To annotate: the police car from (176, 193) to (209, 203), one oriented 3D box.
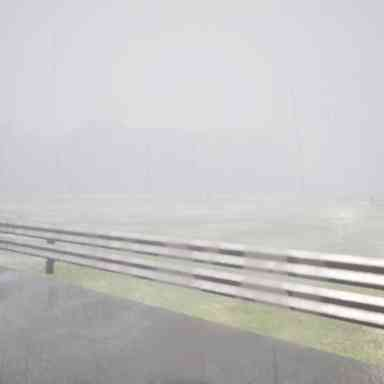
[{"bbox_3d":[0.124,0.931,52.149,5.238,1.638,1.930,0,0,-16],"label":"police car"}]
